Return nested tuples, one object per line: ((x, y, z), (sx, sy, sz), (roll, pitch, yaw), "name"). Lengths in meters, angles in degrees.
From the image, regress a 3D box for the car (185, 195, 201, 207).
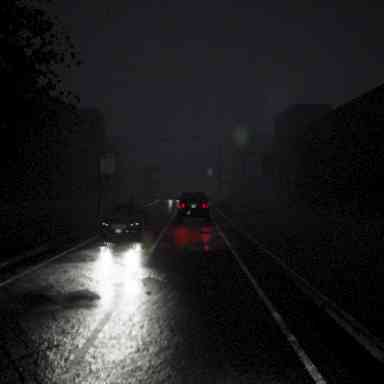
((0.096, 1.092, 41.759), (1.895, 1.301, 4.718), (0, 1, 0), "car")

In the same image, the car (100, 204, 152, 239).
((-3.101, 1.353, 16.443), (2.128, 1.511, 4.902), (0, 1, 0), "car")

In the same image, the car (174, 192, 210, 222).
((0.100, 0.996, 23.739), (2.150, 2.045, 5.566), (0, 1, 0), "car")

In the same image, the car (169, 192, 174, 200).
((-3.048, 0.690, 59.600), (1.812, 1.442, 4.674), (0, 1, 1), "car")
